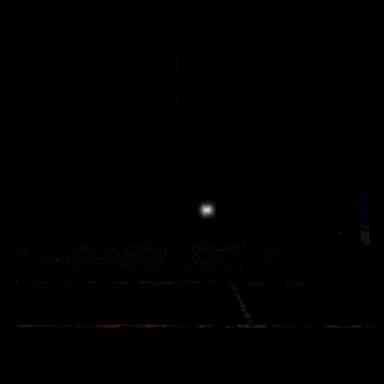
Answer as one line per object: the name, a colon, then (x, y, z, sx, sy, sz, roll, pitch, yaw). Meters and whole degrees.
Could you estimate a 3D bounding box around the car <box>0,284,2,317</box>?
car: (-5.370, 1.145, 3.986, 5.566, 2.045, 2.150, 0, 0, -1)
